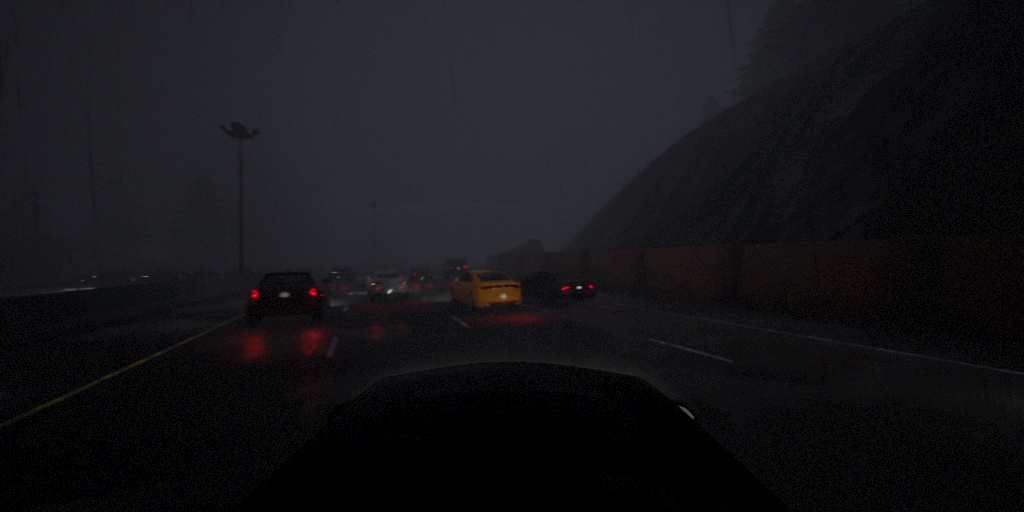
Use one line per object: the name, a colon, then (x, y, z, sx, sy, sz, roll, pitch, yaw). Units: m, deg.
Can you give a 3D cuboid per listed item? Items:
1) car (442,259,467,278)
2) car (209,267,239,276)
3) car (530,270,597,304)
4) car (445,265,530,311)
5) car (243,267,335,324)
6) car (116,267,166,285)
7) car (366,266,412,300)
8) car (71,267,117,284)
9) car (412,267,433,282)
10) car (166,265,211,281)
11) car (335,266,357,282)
car: (-5.797, 1.286, 36.380, 2.150, 2.045, 5.566, -1, 0, -16)
car: (-27.389, 1.872, 35.746, 1.895, 1.301, 4.718, -1, 0, -12)
car: (1.798, 1.376, 17.018, 2.033, 1.411, 5.357, -1, 0, -23)
car: (-1.259, 1.336, 15.257, 1.882, 1.535, 5.008, -1, 0, -23)
car: (-8.038, 1.290, 13.322, 2.097, 1.767, 4.553, -1, -1, -23)
car: (-34.245, 1.883, 34.332, 2.128, 1.511, 4.902, -1, 0, -12)
car: (-6.803, 1.489, 19.440, 1.812, 1.442, 4.674, -1, 0, -23)
car: (-37.672, 1.744, 33.611, 2.033, 1.411, 5.357, -1, 0, -12)
car: (-8.570, 1.684, 33.600, 1.895, 1.301, 4.718, -1, 0, -18)
car: (-30.824, 1.579, 35.056, 1.812, 1.442, 4.674, -1, 0, -12)
car: (-15.904, 1.678, 33.833, 2.128, 1.511, 4.902, -1, 0, -16)
